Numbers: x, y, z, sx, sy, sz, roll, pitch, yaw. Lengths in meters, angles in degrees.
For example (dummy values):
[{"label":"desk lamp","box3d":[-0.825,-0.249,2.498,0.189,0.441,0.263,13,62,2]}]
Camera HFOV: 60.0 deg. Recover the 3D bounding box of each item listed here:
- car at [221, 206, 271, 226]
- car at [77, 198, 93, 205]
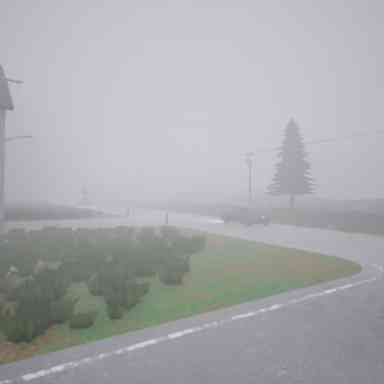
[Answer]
[{"label":"car","box3d":[3.972,1.737,25.055,1.994,1.385,4.181,1,0,-30]},{"label":"car","box3d":[-18.562,1.744,57.610,1.994,1.385,4.181,1,0,-30]}]
